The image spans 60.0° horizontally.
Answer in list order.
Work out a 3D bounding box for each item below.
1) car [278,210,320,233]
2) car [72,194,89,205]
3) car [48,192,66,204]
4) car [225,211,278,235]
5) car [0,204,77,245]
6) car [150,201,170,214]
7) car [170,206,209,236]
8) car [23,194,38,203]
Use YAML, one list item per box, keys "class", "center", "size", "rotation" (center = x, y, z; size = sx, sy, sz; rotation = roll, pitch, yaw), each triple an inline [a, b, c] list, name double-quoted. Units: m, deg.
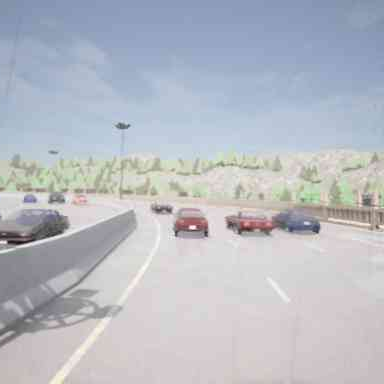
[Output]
- class: "car"
  center: [6.585, 1.823, 21.637]
  size: [1.994, 1.385, 4.181]
  rotation: [1, 0, -6]
- class: "car"
  center: [-18.334, 1.193, 54.759]
  size: [2.097, 1.767, 4.553]
  rotation: [1, 0, -28]
- class: "car"
  center: [-22.305, 0.971, 54.841]
  size: [2.150, 2.045, 5.566]
  rotation: [2, 0, -29]
- class: "car"
  center: [3.286, 1.776, 20.041]
  size: [1.895, 1.301, 4.718]
  rotation: [1, 0, -6]
- class: "car"
  center: [-6.986, 1.458, 14.753]
  size: [2.033, 1.411, 5.357]
  rotation: [1, 0, -3]
- class: "car"
  center: [-3.528, 1.701, 37.306]
  size: [1.895, 1.301, 4.718]
  rotation: [1, 0, -15]
- class: "car"
  center: [-0.154, 1.615, 18.930]
  size: [1.812, 1.442, 4.674]
  rotation: [1, 0, -5]
- class: "car"
  center: [-27.724, 1.111, 57.009]
  size: [1.882, 1.535, 5.008]
  rotation: [2, 0, -32]
